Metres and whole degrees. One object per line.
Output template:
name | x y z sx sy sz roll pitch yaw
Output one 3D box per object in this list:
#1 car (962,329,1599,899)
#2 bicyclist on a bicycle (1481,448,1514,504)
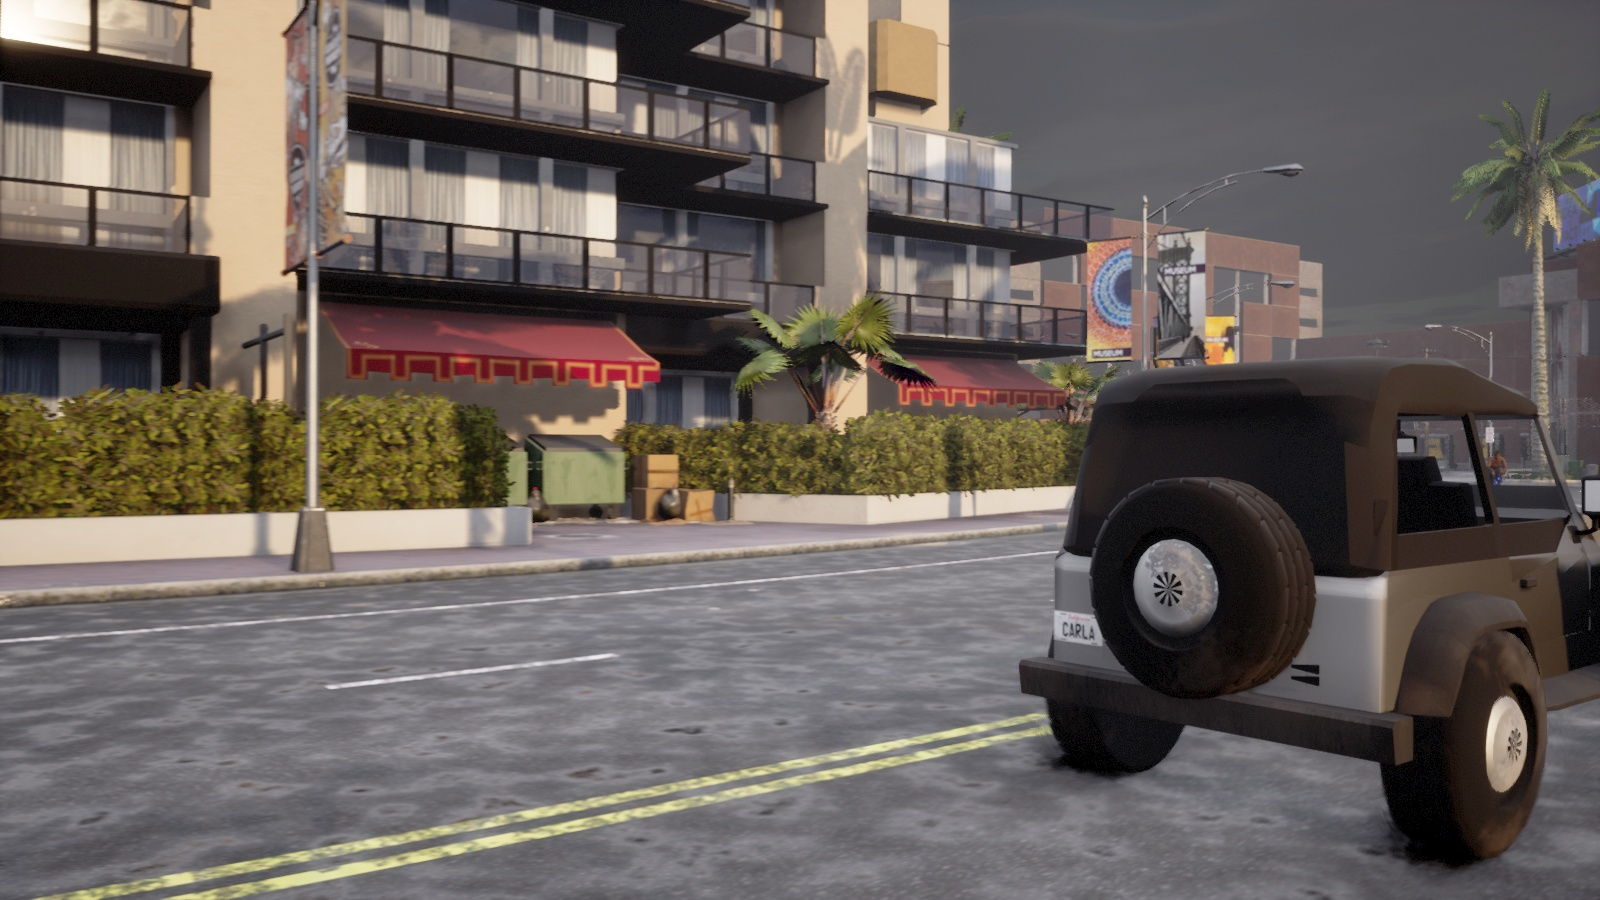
car | 2.809 0.552 5.994 3.866 1.878 1.905 0 0 -39
bicyclist on a bicycle | 20.857 0.756 37.562 0.582 1.620 1.656 -1 0 19
